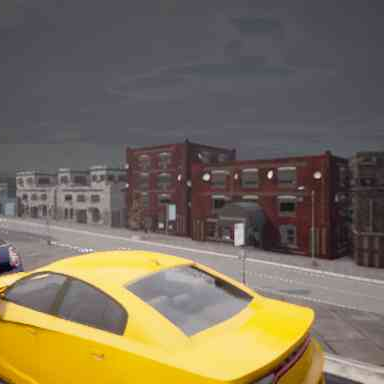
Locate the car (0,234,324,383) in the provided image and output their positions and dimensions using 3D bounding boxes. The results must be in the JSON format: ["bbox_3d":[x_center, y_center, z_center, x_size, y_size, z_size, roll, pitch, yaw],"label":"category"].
[{"bbox_3d":[-1.094,1.478,4.029,5.008,1.535,2.097,0,0,35],"label":"car"}]
